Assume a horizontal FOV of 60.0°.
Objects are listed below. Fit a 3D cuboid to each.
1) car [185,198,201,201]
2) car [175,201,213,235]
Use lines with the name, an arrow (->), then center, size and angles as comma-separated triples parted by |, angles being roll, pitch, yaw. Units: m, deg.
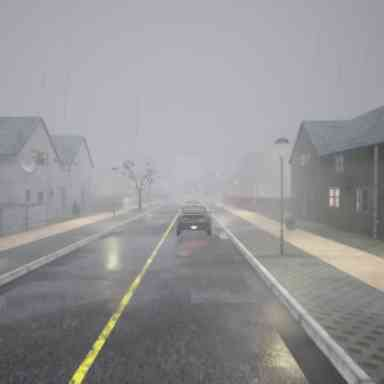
car -> 0.088, 1.462, 41.892 | 1.882, 1.535, 5.008 | 0, 0, 0
car -> 0.095, 1.498, 18.880 | 1.837, 1.490, 4.892 | 0, 0, 0
